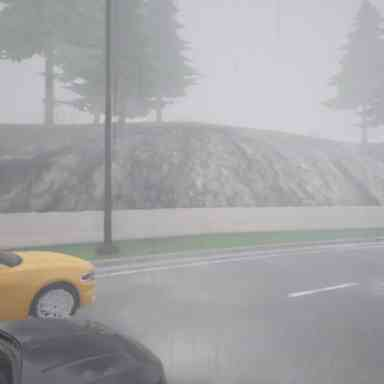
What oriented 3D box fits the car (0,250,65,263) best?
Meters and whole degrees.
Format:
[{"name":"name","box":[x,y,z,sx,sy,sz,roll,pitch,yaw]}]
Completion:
[{"name":"car","box":[-4.005,1.410,5.072,5.008,1.535,1.882,0,0,-37]}]

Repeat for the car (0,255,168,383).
[{"name":"car","box":[-2.372,1.474,1.777,4.892,1.490,1.837,0,0,-37]}]
